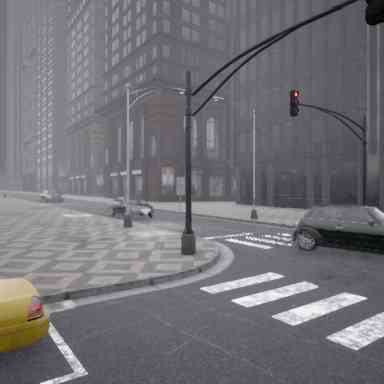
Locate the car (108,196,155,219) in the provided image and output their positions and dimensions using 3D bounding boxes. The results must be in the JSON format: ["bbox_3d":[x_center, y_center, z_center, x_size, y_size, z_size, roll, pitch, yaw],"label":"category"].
[{"bbox_3d":[-4.463,1.095,23.991,2.128,1.511,4.902,0,1,-36],"label":"car"}]

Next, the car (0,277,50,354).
[{"bbox_3d":[-4.223,1.525,3.641,4.829,1.417,1.752,0,0,-35],"label":"car"}]

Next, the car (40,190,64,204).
[{"bbox_3d":[-18.152,0.537,43.137,2.097,1.767,4.553,0,1,-35],"label":"car"}]

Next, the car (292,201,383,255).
[{"bbox_3d":[5.978,1.260,11.650,4.553,1.767,2.097,2,1,38],"label":"car"}]
